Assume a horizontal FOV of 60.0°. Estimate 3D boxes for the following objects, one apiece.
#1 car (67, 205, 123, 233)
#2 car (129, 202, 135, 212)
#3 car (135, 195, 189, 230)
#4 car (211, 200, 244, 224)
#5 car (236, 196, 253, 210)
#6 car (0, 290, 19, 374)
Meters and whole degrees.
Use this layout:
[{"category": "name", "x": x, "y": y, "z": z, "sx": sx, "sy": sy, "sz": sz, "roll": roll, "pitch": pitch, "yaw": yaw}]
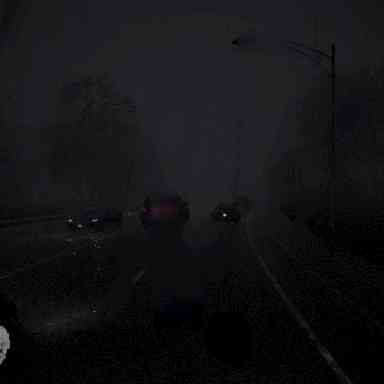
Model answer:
[{"category": "car", "x": -5.537, "y": 1.489, "z": 19.700, "sx": 1.812, "sy": 1.442, "sz": 4.674, "roll": 0, "pitch": 0, "yaw": 8}, {"category": "car", "x": -5.528, "y": 1.507, "z": 37.915, "sx": 1.812, "sy": 1.442, "sz": 4.674, "roll": 0, "pitch": 0, "yaw": 14}, {"category": "car", "x": -1.594, "y": 1.194, "z": 21.293, "sx": 2.150, "sy": 2.045, "sz": 5.566, "roll": 0, "pitch": 0, "yaw": 9}, {"category": "car", "x": 2.604, "y": 1.544, "z": 24.866, "sx": 1.994, "sy": 1.385, "sz": 4.181, "roll": 0, "pitch": 0, "yaw": 10}, {"category": "car", "x": 6.471, "y": 1.324, "z": 41.594, "sx": 2.097, "sy": 1.767, "sz": 4.553, "roll": 0, "pitch": 0, "yaw": 15}, {"category": "car", "x": -3.262, "y": 1.496, "z": 2.520, "sx": 1.837, "sy": 1.490, "sz": 4.892, "roll": 0, "pitch": 0, "yaw": 1}]
